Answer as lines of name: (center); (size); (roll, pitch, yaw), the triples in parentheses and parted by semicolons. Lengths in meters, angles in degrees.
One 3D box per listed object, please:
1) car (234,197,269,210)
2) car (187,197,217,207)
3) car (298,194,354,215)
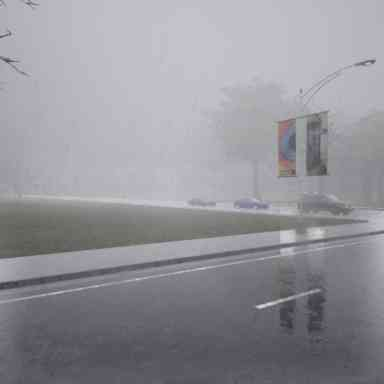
car: (7.503, 1.454, 42.205); (1.882, 1.535, 5.008); (0, 0, -36)
car: (1.424, 1.493, 50.554); (2.033, 1.411, 5.357); (0, 0, -36)
car: (13.511, 1.234, 33.968); (2.150, 2.045, 5.566); (0, 0, -36)
